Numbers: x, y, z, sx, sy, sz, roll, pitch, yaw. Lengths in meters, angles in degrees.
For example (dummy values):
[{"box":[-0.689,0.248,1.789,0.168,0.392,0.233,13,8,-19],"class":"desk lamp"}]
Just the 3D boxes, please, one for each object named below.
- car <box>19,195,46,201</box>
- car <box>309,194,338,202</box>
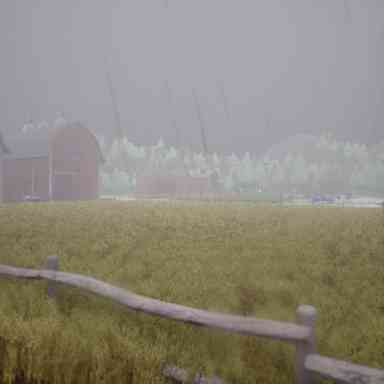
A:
[{"box":[-24.880,1.240,51.593,1.812,1.442,4.674,1,0,32],"class":"car"},{"box":[29.541,1.450,74.680,4.611,1.667,2.242,1,0,35],"class":"car"}]
